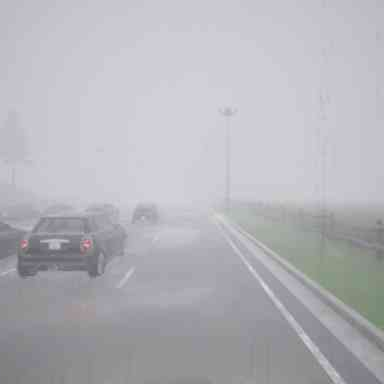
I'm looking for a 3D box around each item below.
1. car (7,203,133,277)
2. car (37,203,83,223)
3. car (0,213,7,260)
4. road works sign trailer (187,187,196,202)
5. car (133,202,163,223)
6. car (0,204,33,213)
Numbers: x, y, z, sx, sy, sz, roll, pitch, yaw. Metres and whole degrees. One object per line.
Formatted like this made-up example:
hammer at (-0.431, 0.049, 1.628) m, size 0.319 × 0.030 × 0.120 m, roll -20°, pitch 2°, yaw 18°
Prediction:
car at (-3.427, 1.379, 10.457) m, size 2.097 × 1.767 × 4.553 m, roll 0°, pitch 0°, yaw 0°
car at (-10.415, 1.634, 26.645) m, size 1.994 × 1.385 × 4.181 m, roll 0°, pitch 0°, yaw 0°
car at (-6.925, 1.593, 10.905) m, size 1.994 × 1.385 × 4.181 m, roll 0°, pitch 0°, yaw 0°
road works sign trailer at (-0.159, 0.676, 82.362) m, size 2.380 × 3.560 × 2.880 m, roll 0°, pitch 0°, yaw 0°
car at (-3.419, 1.574, 25.888) m, size 1.837 × 1.490 × 4.892 m, roll 0°, pitch 0°, yaw 0°
car at (-13.914, 1.635, 26.850) m, size 1.994 × 1.385 × 4.181 m, roll 0°, pitch 0°, yaw 0°
